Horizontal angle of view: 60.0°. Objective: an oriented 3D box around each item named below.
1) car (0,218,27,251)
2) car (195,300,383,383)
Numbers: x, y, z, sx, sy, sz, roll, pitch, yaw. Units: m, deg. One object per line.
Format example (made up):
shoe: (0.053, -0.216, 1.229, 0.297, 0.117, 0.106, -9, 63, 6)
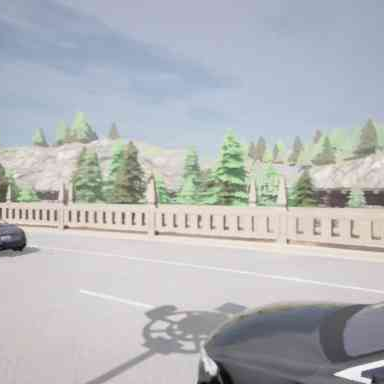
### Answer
car: (-8.364, 1.606, 12.767, 4.181, 1.385, 1.994, 0, 0, 28)
car: (2.259, 1.473, 2.246, 4.902, 1.511, 2.128, 0, 0, 36)
